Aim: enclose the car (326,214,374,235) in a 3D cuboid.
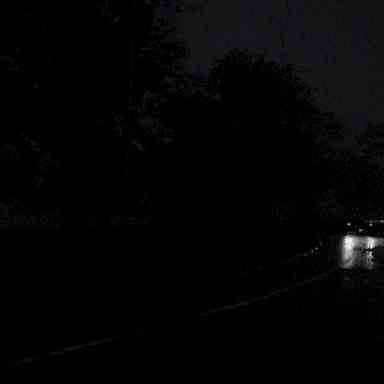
[{"bbox_3d":[11.724,2.368,24.952,1.895,1.301,4.718,2,-1,6],"label":"car"}]
